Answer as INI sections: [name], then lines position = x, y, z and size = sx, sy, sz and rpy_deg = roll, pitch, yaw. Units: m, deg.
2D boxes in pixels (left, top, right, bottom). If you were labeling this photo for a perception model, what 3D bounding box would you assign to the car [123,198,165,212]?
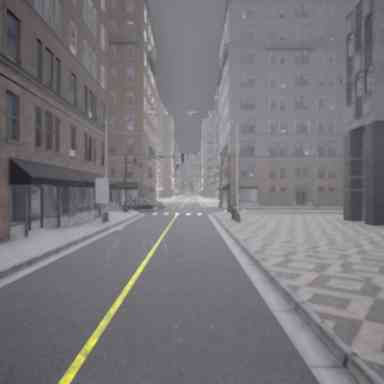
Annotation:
[car]
position = -5.579, 1.499, 38.730
size = 4.902, 1.511, 2.128
rpy_deg = 0, 0, 0
